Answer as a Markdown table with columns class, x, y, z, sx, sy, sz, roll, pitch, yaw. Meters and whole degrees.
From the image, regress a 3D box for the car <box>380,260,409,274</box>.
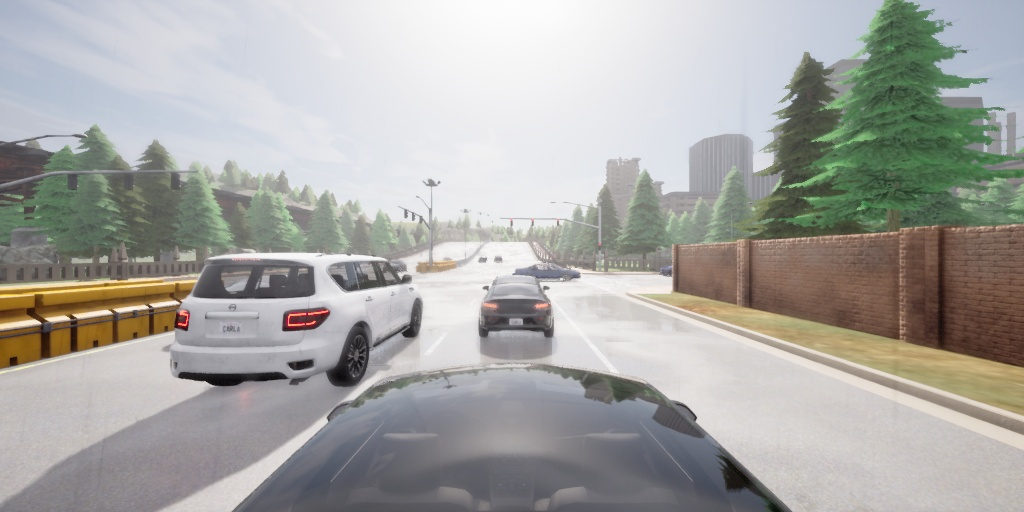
| class | x | y | z | sx | sy | sz | roll | pitch | yaw |
| --- | --- | --- | --- | --- | --- | --- | --- | --- | --- |
| car | -13.897 | 1.256 | 42.738 | 1.837 | 1.490 | 4.892 | 0 | 0 | 0 |

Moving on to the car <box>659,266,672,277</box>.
| class | x | y | z | sx | sy | sz | roll | pitch | yaw |
| --- | --- | --- | --- | --- | --- | --- | --- | --- | --- |
| car | 17.054 | 1.276 | 35.442 | 4.674 | 1.442 | 1.812 | 0 | 0 | 0 |

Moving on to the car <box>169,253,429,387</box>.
| class | x | y | z | sx | sy | sz | roll | pitch | yaw |
| --- | --- | --- | --- | --- | --- | --- | --- | --- | --- |
| car | -3.416 | 0.971 | 7.091 | 2.150 | 2.045 | 5.566 | 0 | 0 | 1 |

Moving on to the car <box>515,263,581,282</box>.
| class | x | y | z | sx | sy | sz | roll | pitch | yaw |
| --- | --- | --- | --- | --- | --- | --- | --- | --- | --- |
| car | 2.787 | 1.297 | 28.701 | 5.357 | 1.411 | 2.033 | 0 | 0 | 10 |

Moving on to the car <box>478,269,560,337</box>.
| class | x | y | z | sx | sy | sz | roll | pitch | yaw |
| --- | --- | --- | --- | --- | --- | --- | --- | --- | --- |
| car | 0.116 | 1.276 | 10.146 | 1.812 | 1.442 | 4.674 | 0 | 0 | 1 |
